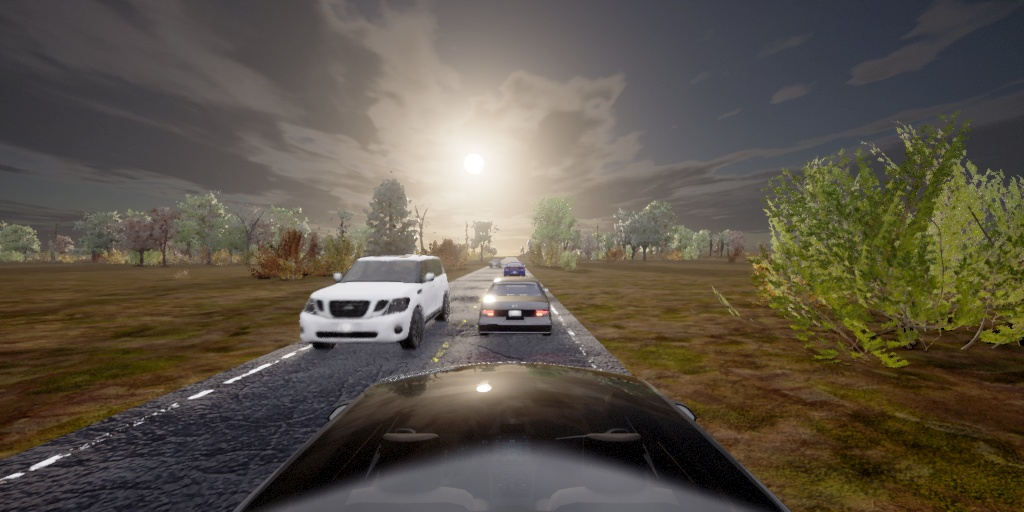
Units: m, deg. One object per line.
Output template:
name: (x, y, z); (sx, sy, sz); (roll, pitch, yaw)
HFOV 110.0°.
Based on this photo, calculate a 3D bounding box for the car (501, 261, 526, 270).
car: (0.228, 1.221, 32.578); (1.882, 1.535, 5.008); (0, 0, 0)

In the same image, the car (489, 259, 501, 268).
car: (-2.776, 1.213, 59.492); (2.128, 1.511, 4.902); (0, 0, 1)

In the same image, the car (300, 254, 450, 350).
car: (-3.069, 0.971, 9.408); (2.150, 2.045, 5.566); (0, 0, 0)

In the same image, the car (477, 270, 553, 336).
car: (0.118, 1.298, 10.355); (2.033, 1.411, 5.357); (0, 0, 1)
